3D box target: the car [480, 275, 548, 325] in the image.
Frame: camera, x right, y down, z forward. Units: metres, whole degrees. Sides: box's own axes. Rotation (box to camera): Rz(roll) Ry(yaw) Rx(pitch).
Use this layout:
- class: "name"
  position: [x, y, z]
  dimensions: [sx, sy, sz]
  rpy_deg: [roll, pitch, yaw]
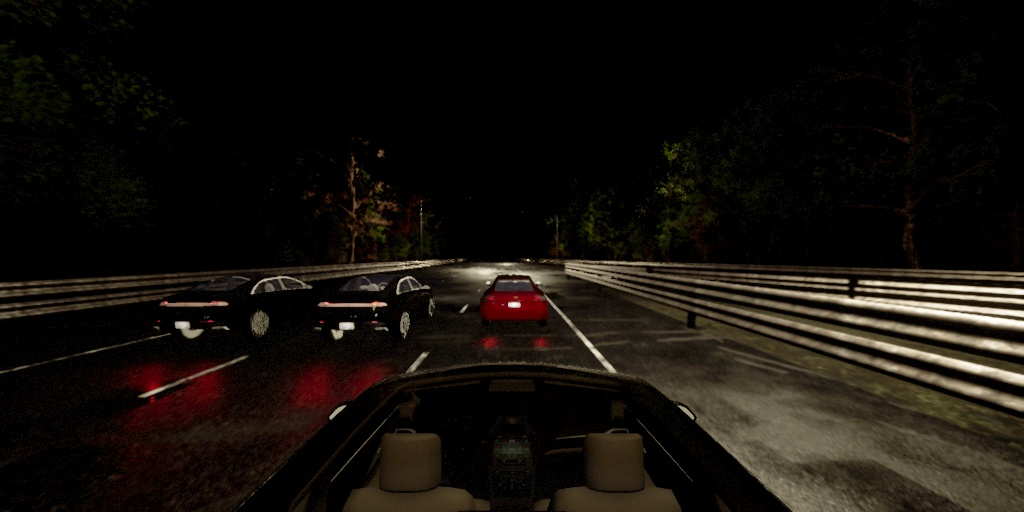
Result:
- class: "car"
  position: [0.047, 1.310, 11.870]
  dimensions: [1.994, 1.385, 4.181]
  rpy_deg: [0, 0, 0]

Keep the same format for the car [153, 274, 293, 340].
- class: "car"
  position: [-6.938, 1.240, 9.960]
  dimensions: [2.128, 1.511, 4.902]
  rpy_deg: [0, 0, 0]

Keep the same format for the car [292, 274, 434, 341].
- class: "car"
  position: [-3.438, 1.239, 9.860]
  dimensions: [2.128, 1.511, 4.902]
  rpy_deg: [0, 0, 0]
